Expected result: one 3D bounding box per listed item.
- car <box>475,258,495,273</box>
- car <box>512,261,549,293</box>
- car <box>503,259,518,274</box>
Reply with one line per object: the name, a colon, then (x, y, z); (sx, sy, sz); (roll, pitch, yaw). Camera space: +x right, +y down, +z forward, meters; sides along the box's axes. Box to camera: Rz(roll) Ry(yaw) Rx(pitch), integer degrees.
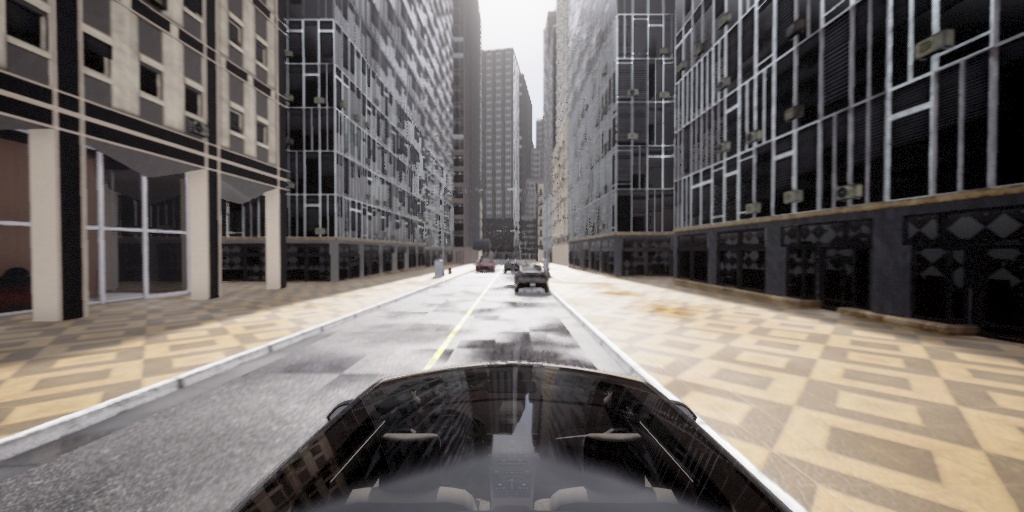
car: (-3.073, 1.042, 41.992); (2.097, 1.767, 4.553); (0, 0, 0)
car: (1.056, 1.223, 20.687); (1.837, 1.490, 4.892); (0, 0, 0)
car: (0.032, 1.197, 40.859); (1.837, 1.490, 4.892); (0, 0, 0)
